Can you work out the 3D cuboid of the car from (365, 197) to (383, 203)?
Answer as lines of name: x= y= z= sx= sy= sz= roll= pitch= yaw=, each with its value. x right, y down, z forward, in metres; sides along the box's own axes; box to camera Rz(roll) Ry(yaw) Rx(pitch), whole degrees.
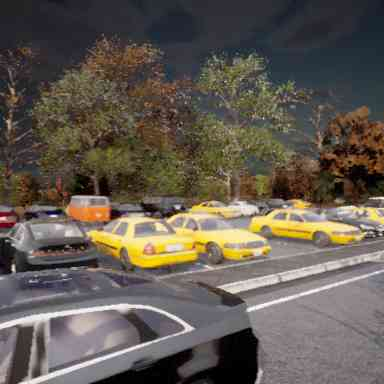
car: x=11.755 y=1.307 z=20.428 sx=2.435 sy=2.045 sz=5.566 roll=0 pitch=0 yaw=-35

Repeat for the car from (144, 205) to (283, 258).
car: x=0.444 y=1.485 z=12.170 sx=1.946 sy=1.575 sz=5.366 roll=0 pitch=0 yaw=-35

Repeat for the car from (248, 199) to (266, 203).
car: x=4.232 y=1.595 z=31.089 sx=2.002 sy=1.452 sz=4.674 roll=0 pitch=0 yaw=-35

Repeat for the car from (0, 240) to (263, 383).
car: x=-1.608 y=1.492 z=2.541 sx=4.902 sy=1.511 sz=2.128 roll=0 pitch=0 yaw=-36

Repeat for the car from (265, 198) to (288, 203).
car: x=6.509 y=1.599 z=32.666 sx=2.163 sy=1.488 sz=4.792 roll=0 pitch=0 yaw=-35

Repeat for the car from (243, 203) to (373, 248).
car: x=5.077 y=1.512 z=15.445 sx=1.946 sy=1.575 sz=5.366 roll=0 pitch=0 yaw=-35

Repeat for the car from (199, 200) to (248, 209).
car: x=2.075 y=1.537 z=29.341 sx=1.946 sy=1.575 sz=5.366 roll=0 pitch=0 yaw=-35

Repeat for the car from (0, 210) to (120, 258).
car: x=-4.085 y=1.478 z=9.187 sx=2.231 sy=1.521 sz=4.892 roll=0 pitch=0 yaw=-35

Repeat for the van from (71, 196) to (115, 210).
van: x=-7.246 y=1.259 z=23.121 sx=1.878 sy=1.987 sz=4.442 roll=0 pitch=0 yaw=-35

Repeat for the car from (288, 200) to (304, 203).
car: x=8.635 y=1.457 z=34.244 sx=2.185 sy=1.767 sz=4.553 roll=0 pitch=0 yaw=-35

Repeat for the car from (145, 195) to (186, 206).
car: x=-2.570 y=1.260 z=26.319 sx=2.435 sy=2.045 sz=5.566 roll=0 pitch=0 yaw=-35

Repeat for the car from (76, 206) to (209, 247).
car: x=-1.936 y=1.477 z=10.941 sx=1.946 sy=1.575 sz=5.366 roll=0 pitch=0 yaw=-35

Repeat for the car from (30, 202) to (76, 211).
car: x=-9.459 y=1.506 z=21.449 sx=2.163 sy=1.488 sz=4.792 roll=0 pitch=0 yaw=-35

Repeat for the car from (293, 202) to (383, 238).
car: x=7.233 y=1.530 z=17.204 sx=2.231 sy=1.521 sz=4.892 roll=0 pitch=0 yaw=-35

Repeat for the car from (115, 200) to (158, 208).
car: x=-4.800 y=1.527 z=24.673 sx=2.163 sy=1.488 sz=4.792 roll=0 pitch=0 yaw=-35

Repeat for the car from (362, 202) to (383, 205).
car: x=9.396 y=1.541 z=18.953 sx=1.946 sy=1.575 sz=5.366 roll=0 pitch=0 yaw=-35

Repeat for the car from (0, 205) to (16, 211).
car: x=-11.614 y=1.503 z=19.926 sx=2.163 sy=1.488 sz=4.792 roll=0 pitch=0 yaw=-35
